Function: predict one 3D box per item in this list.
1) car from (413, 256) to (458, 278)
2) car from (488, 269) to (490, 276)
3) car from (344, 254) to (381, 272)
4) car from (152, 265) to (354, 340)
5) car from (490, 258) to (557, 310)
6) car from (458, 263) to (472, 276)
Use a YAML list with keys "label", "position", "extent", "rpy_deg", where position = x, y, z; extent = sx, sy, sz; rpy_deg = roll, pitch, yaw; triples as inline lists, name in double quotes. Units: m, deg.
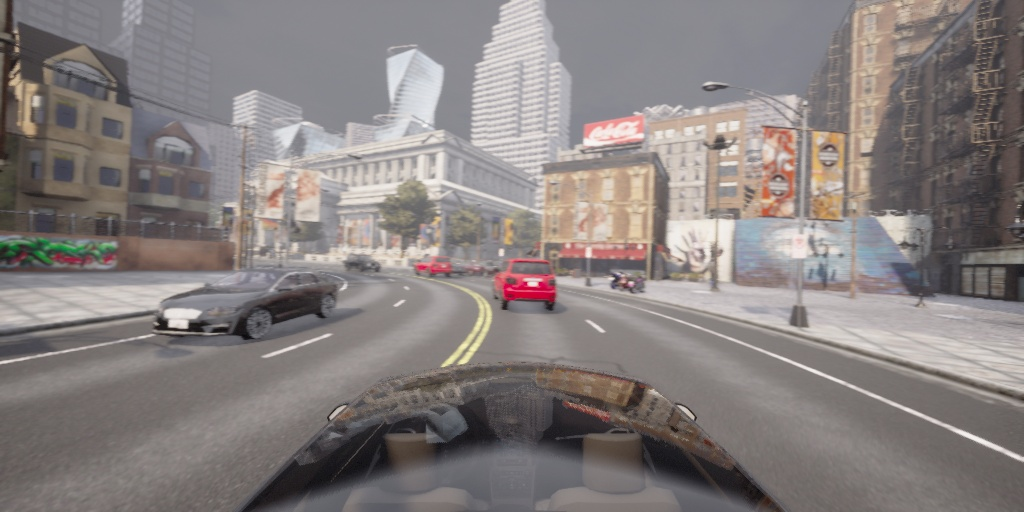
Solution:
- label: "car"
  position: [-7.905, 1.035, 35.639]
  extent: [2.150, 2.045, 5.566]
  rpy_deg: [3, -1, -35]
- label: "car"
  position: [-0.053, 1.604, 28.674]
  extent: [1.994, 1.385, 4.181]
  rpy_deg: [2, -1, -23]
- label: "car"
  position: [-16.970, 0.820, 40.638]
  extent: [5.566, 2.045, 2.150]
  rpy_deg: [2, -1, 42]
- label: "car"
  position: [-6.415, 1.078, 9.389]
  extent: [2.128, 1.511, 4.902]
  rpy_deg: [2, -1, 1]
- label: "car"
  position: [0.417, 1.141, 15.960]
  extent: [2.150, 2.045, 5.566]
  rpy_deg: [3, -1, -8]
- label: "car"
  position: [-7.091, 1.441, 40.064]
  extent: [2.033, 1.411, 5.357]
  rpy_deg: [3, -1, -38]
